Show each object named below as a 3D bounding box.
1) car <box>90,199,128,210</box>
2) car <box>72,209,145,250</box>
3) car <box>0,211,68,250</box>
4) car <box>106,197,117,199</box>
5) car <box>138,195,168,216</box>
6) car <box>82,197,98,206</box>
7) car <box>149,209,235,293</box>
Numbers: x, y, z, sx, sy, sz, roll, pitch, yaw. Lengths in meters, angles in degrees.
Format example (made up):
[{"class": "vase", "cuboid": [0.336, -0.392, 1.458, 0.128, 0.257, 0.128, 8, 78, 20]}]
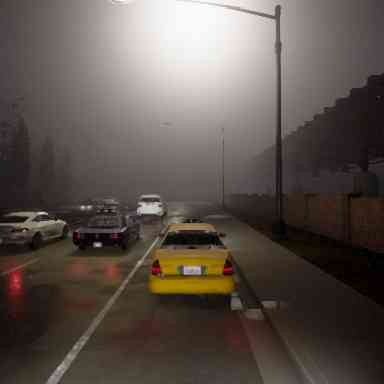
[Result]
[{"class": "car", "cuboid": [-6.895, 1.576, 29.194, 2.033, 1.411, 5.357, 0, 0, 0]}, {"class": "car", "cuboid": [-3.395, 1.623, 14.220, 1.895, 1.301, 4.718, 0, 0, 0]}, {"class": "car", "cuboid": [-6.895, 1.539, 14.190, 1.812, 1.442, 4.674, 0, 0, 0]}, {"class": "car", "cuboid": [-13.895, 1.627, 57.201, 2.033, 1.411, 5.357, 0, 0, 0]}, {"class": "car", "cuboid": [-3.395, 1.271, 29.226, 2.150, 2.045, 5.566, 0, 0, 0]}, {"class": "car", "cuboid": [-17.395, 1.545, 57.202, 2.128, 1.511, 4.902, 0, 0, 0]}, {"class": "car", "cuboid": [0.004, 1.460, 8.842, 1.801, 1.575, 5.366, 0, 0, 0]}]
